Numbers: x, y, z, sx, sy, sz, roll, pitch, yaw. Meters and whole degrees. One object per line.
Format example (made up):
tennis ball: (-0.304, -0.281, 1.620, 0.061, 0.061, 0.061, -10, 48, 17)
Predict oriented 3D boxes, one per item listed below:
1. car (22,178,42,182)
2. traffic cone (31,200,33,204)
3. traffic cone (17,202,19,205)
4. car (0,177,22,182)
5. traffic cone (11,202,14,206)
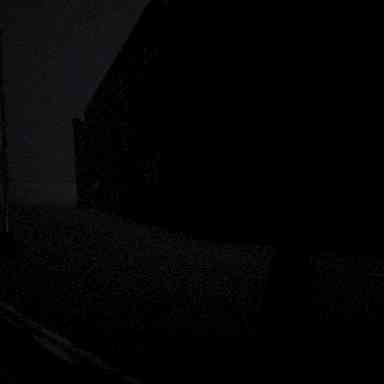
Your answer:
car: (-41.908, -2.771, 85.290, 2.002, 1.452, 4.674, -6, -3, 34)
traffic cone: (-23.968, 1.435, 49.726, 0.340, 0.580, 0.340, -7, -2, -5)
traffic cone: (-25.930, 1.657, 49.537, 0.340, 0.580, 0.340, -4, 1, -5)
car: (-45.028, -2.809, 80.702, 2.231, 1.521, 4.892, -6, -3, 35)
traffic cone: (-25.758, 1.666, 47.545, 0.340, 0.580, 0.340, -4, 1, -5)
